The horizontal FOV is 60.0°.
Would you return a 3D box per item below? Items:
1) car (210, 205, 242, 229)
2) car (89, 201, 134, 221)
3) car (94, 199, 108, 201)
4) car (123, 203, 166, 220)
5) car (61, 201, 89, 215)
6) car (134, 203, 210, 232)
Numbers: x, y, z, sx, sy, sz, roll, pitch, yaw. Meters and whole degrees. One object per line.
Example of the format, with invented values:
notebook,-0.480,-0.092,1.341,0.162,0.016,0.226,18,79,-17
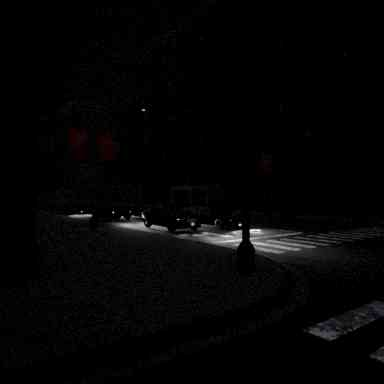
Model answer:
car,1.454,1.609,22.338,2.033,1.411,5.357,0,0,-33
car,-6.833,1.693,28.236,1.895,1.301,4.718,0,0,-36
car,-10.511,1.632,38.937,2.128,1.511,4.902,0,0,-36
car,-4.440,1.701,30.470,1.895,1.301,4.718,0,0,-36
car,-13.012,1.680,36.848,2.033,1.411,5.357,0,0,-35
car,-1.387,1.548,20.661,2.128,1.511,4.902,0,0,-36
